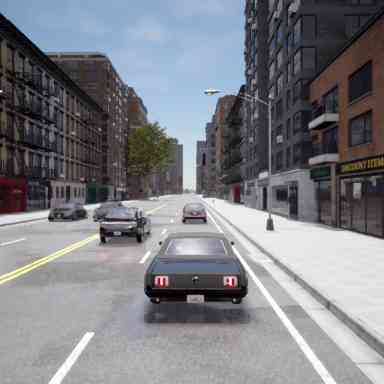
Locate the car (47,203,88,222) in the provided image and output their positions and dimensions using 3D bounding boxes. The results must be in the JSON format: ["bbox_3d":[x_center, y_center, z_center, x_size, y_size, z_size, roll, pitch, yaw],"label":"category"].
[{"bbox_3d":[-9.794,1.577,26.464,1.994,1.385,4.181,0,0,0],"label":"car"}]

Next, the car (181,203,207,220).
[{"bbox_3d":[0.164,1.560,25.863,2.033,1.411,5.357,0,0,-1],"label":"car"}]

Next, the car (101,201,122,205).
[{"bbox_3d":[-6.544,1.518,26.818,1.837,1.490,4.892,0,0,0],"label":"car"}]

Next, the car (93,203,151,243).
[{"bbox_3d":[-3.110,1.497,16.151,2.128,1.511,4.902,0,0,-1],"label":"car"}]

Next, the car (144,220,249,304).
[{"bbox_3d":[0.111,1.602,8.101,1.895,1.301,4.718,0,0,1],"label":"car"}]
